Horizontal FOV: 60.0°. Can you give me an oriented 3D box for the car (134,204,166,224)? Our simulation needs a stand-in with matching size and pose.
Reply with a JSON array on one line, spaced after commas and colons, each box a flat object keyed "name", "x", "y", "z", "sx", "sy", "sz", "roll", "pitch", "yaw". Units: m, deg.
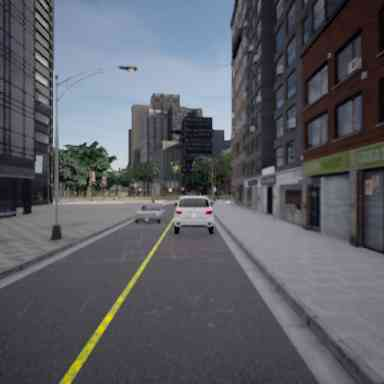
[{"name": "car", "x": -3.089, "y": 1.592, "z": 24.986, "sx": 1.895, "sy": 1.301, "sz": 4.718, "roll": 0, "pitch": 0, "yaw": 0}]

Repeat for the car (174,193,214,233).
[{"name": "car", "x": 0.106, "y": 1.235, "z": 19.726, "sx": 2.150, "sy": 2.045, "sz": 5.566, "roll": 0, "pitch": 0, "yaw": 0}]

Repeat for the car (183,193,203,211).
[{"name": "car", "x": 0.113, "y": 1.118, "z": 39.628, "sx": 2.150, "sy": 2.045, "sz": 5.566, "roll": 0, "pitch": 0, "yaw": 0}]
